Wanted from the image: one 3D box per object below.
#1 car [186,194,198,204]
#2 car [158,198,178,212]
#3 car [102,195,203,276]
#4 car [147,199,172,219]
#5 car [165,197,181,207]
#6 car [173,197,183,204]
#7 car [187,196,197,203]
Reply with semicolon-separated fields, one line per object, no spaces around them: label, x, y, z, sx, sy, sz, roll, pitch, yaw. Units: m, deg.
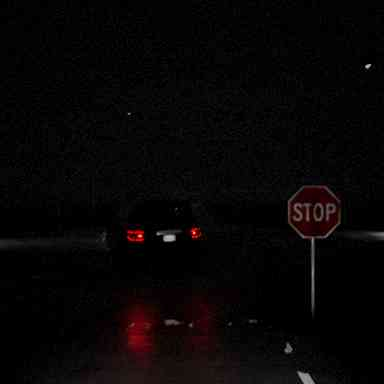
car;-0.005;1.337;61.884;2.097;1.767;4.553;0;0;0
car;-2.860;1.539;40.326;2.033;1.411;5.357;0;0;0
car;-1.488;1.199;10.664;2.150;2.045;5.566;-1;1;-20
car;-2.814;1.468;30.045;1.882;1.535;5.008;0;0;-2
car;-2.851;1.537;51.268;2.033;1.411;5.357;0;0;0
car;-2.792;1.583;66.356;1.895;1.301;4.718;0;0;0
car;-0.044;1.531;72.089;1.994;1.385;4.181;0;0;0
